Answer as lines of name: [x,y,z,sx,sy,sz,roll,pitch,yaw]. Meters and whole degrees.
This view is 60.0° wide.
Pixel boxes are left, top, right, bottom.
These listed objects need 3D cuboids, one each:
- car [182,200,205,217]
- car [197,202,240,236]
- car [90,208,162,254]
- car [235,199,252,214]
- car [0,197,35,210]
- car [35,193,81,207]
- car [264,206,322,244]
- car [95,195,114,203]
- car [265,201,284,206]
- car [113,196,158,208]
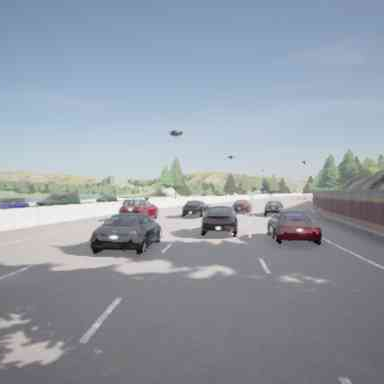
car: [0.406,1.503,30.785,1.837,1.490,4.892,0,0,13]
car: [1.629,1.508,18.597,1.837,1.490,4.892,0,0,8]
car: [-2.525,1.555,13.597,1.994,1.385,4.181,0,0,6]
car: [5.484,1.539,36.339,1.812,1.442,4.674,0,0,16]
car: [-17.541,1.296,31.468,2.097,1.767,4.553,0,0,12]
car: [-13.490,1.177,33.711,2.150,2.045,5.566,0,0,13]
car: [4.793,1.577,16.001,1.994,1.385,4.181,0,0,7]
car: [-15.742,1.299,61.209,2.097,1.767,4.553,0,0,21]
car: [8.250,1.570,33.437,2.033,1.411,5.357,0,0,15]
car: [-4.123,1.337,26.367,2.097,1.767,4.553,0,0,11]
